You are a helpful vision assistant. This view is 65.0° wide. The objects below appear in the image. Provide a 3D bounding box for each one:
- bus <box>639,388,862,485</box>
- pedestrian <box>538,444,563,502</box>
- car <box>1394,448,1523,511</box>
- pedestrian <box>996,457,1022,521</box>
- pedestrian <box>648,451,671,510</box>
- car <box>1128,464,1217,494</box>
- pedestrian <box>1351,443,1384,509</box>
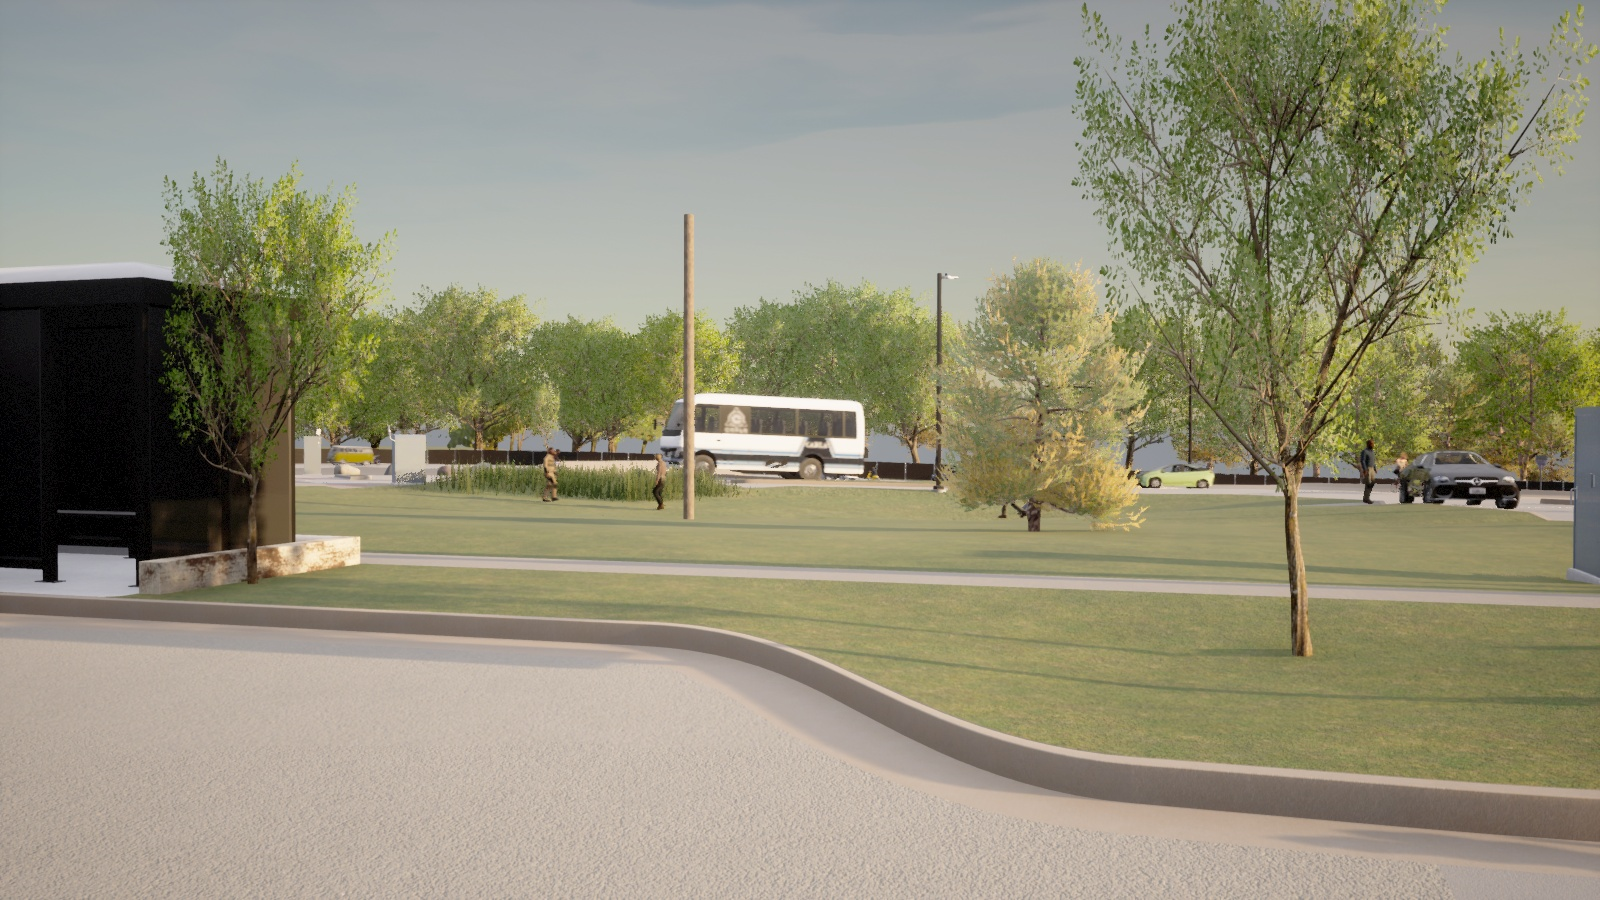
[{"bbox_3d":[-2.474,-0.615,62.808,10.273,4.253,3.944,3,0,-21],"label":"bus"},{"bbox_3d":[-8.274,0.757,41.629,0.692,1.930,0.396,1,1,11],"label":"pedestrian"},{"bbox_3d":[18.699,0.819,35.914,2.152,1.651,5.027,0,-1,14],"label":"car"},{"bbox_3d":[6.146,1.134,36.921,0.726,1.842,0.402,1,1,9],"label":"pedestrian"},{"bbox_3d":[-4.448,0.952,39.781,0.634,1.846,0.331,1,1,16],"label":"pedestrian"},{"bbox_3d":[21.699,1.688,73.196,4.514,1.525,2.007,3,-1,-3],"label":"car"},{"bbox_3d":[16.105,0.721,35.646,0.370,1.835,0.726,0,1,-34],"label":"pedestrian"}]
